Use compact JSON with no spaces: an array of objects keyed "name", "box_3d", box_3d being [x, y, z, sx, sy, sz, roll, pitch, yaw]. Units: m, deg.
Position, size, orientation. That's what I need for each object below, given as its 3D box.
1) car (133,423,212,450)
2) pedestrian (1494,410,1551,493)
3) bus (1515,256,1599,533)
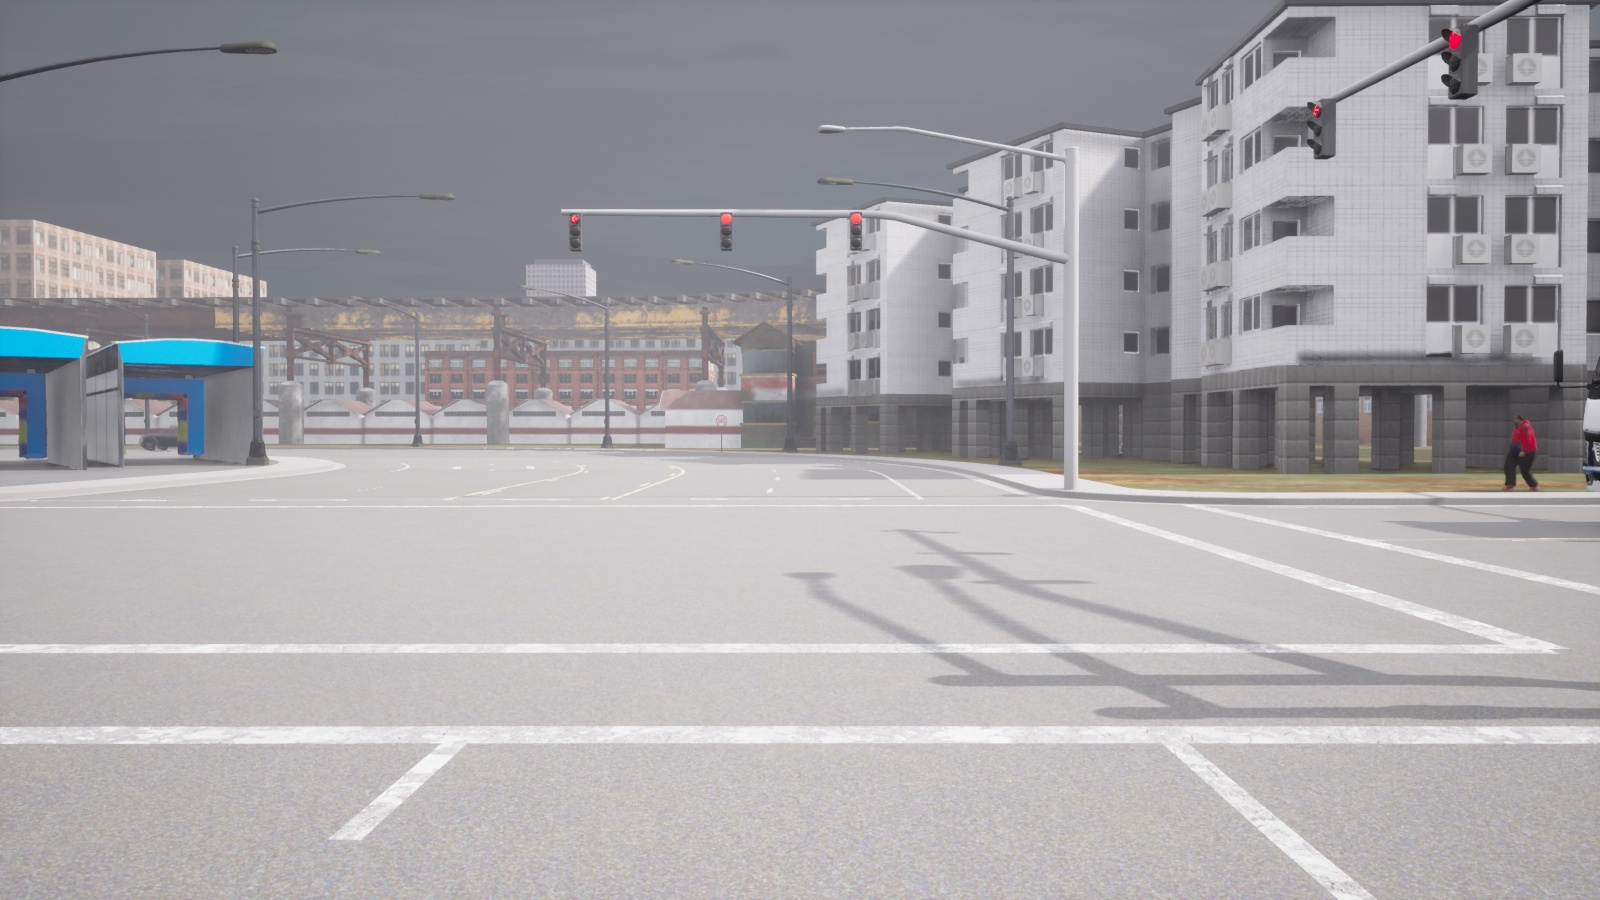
[{"name":"car","box_3d":[-44.010,-0.909,88.178,4.605,1.855,1.932,0,0,2]},{"name":"pedestrian","box_3d":[16.141,0.030,28.071,0.899,1.844,0.634,0,1,0]},{"name":"bus","box_3d":[17.421,-0.860,19.572,10.273,4.253,3.944,0,1,-1]}]
